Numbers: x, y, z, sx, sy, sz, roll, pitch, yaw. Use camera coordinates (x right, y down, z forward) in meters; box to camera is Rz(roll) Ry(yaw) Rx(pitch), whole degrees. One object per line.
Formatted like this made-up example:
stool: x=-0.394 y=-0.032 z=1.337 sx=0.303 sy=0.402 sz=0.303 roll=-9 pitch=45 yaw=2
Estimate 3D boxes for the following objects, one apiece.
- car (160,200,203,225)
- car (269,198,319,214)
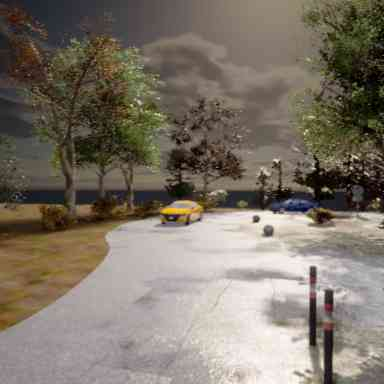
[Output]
car: x=-0.611 y=1.364 z=23.258 sx=1.882 sy=1.535 sz=5.008 roll=0 pitch=0 yaw=16
car: x=10.201 y=1.383 z=33.391 sx=5.008 sy=1.535 sz=1.882 roll=0 pitch=0 yaw=-8
